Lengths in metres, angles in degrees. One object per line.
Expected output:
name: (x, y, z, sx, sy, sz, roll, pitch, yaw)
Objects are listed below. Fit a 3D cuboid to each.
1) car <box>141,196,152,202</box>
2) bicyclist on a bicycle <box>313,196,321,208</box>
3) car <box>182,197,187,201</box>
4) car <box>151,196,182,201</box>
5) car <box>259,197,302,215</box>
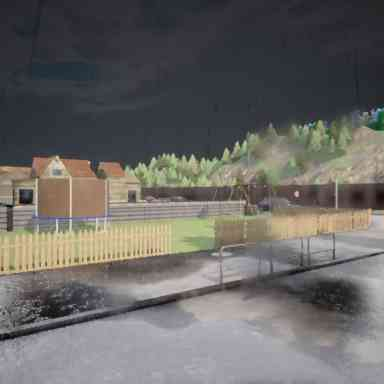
car: (-8.812, 1.522, 66.230, 1.812, 1.442, 4.674, 0, 0, -36)
bicyclist on a bicycle: (15.105, 1.345, 40.271, 1.656, 1.620, 0.582, 0, 0, -36)
car: (-2.696, 1.502, 57.795, 1.837, 1.490, 4.892, 0, 0, -35)
car: (-4.086, 1.598, 52.671, 1.895, 1.301, 4.718, 0, 0, -35)
car: (9.078, 1.353, 34.264, 2.097, 1.767, 4.553, 0, 0, -36)
